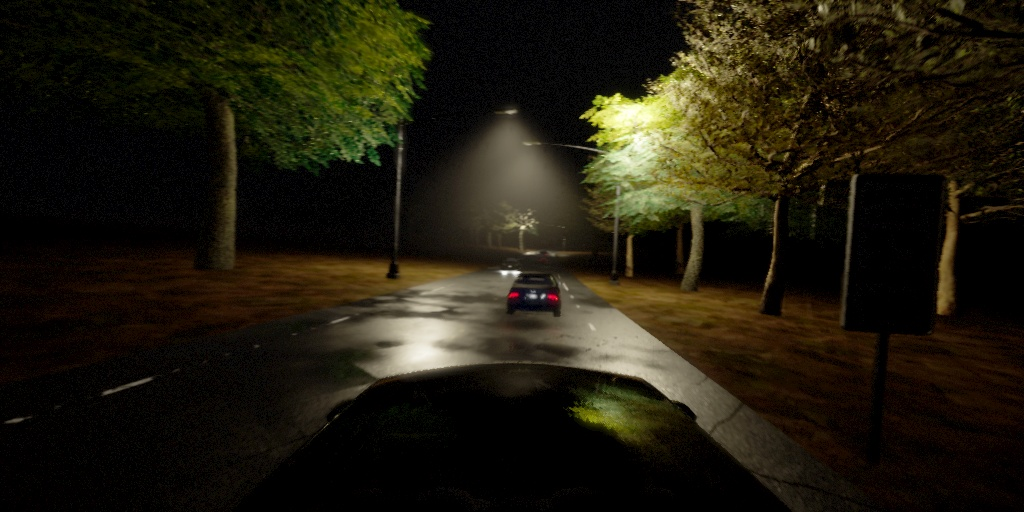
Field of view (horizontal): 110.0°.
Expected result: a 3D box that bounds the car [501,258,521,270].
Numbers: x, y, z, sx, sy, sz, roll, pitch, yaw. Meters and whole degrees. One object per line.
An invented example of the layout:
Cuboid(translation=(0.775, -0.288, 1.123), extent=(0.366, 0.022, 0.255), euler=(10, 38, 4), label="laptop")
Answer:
Cuboid(translation=(-0.037, 0.955, 41.907), extent=(1.994, 1.385, 4.181), euler=(3, 1, 5), label="car")

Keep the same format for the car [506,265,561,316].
Cuboid(translation=(0.881, 1.300, 13.588), extent=(2.033, 1.411, 5.357), euler=(3, 0, 5), label="car")
